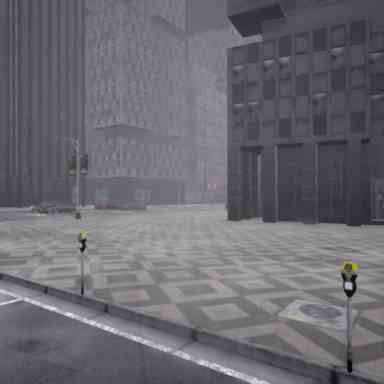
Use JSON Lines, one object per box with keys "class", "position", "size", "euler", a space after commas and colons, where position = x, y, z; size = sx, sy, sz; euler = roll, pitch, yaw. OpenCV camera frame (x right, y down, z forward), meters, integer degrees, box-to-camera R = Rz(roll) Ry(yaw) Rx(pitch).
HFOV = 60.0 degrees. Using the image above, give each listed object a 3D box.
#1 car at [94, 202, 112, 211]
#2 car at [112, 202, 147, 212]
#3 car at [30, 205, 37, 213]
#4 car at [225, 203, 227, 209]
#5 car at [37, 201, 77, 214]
{"class": "car", "position": [-13.069, 2.299, 52.336], "size": [1.895, 1.301, 4.718], "euler": [0, -1, 36]}
{"class": "car", "position": [-9.357, 2.274, 51.931], "size": [2.033, 1.411, 5.357], "euler": [0, -1, 36]}
{"class": "car", "position": [-18.961, 1.998, 44.132], "size": [2.128, 1.511, 4.902], "euler": [0, -1, 36]}
{"class": "car", "position": [8.264, 2.465, 65.004], "size": [2.097, 1.767, 4.553], "euler": [0, -1, 35]}
{"class": "car", "position": [-16.654, 2.053, 41.796], "size": [1.994, 1.385, 4.181], "euler": [0, -1, 35]}
